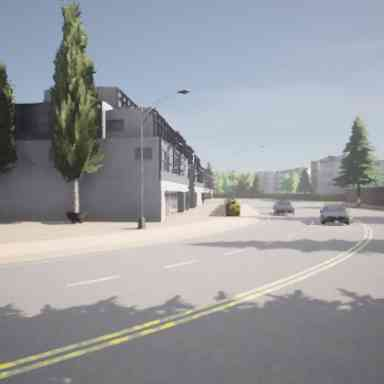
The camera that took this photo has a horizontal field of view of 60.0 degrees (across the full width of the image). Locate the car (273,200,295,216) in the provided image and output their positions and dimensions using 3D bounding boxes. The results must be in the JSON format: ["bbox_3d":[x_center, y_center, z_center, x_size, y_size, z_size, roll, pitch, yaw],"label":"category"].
[{"bbox_3d":[9.720,1.688,35.254,1.837,1.490,4.892,0,0,10],"label":"car"}]

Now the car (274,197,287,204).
[{"bbox_3d":[17.407,1.591,65.685,1.895,1.301,4.718,0,0,7],"label":"car"}]

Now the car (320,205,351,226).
[{"bbox_3d":[10.764,1.664,25.159,2.033,1.411,5.357,0,0,20],"label":"car"}]
